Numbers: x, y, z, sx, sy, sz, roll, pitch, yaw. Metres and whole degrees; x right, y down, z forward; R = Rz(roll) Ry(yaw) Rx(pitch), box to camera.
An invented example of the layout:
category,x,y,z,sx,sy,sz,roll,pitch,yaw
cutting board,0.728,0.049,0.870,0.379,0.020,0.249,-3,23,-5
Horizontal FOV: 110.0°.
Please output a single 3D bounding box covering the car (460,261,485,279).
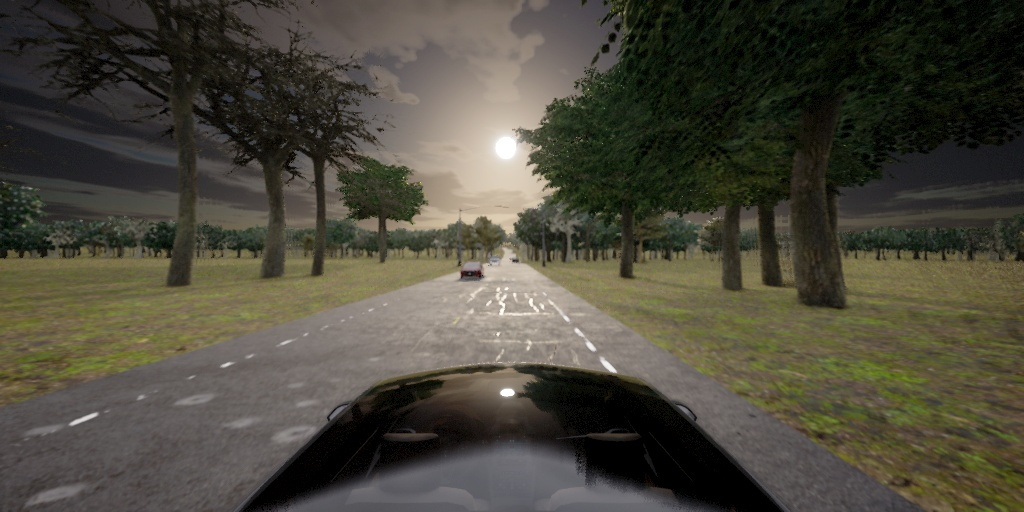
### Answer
category,x,y,z,sx,sy,sz,roll,pitch,yaw
car,-3.595,1.245,33.042,1.882,1.535,5.008,0,0,0
